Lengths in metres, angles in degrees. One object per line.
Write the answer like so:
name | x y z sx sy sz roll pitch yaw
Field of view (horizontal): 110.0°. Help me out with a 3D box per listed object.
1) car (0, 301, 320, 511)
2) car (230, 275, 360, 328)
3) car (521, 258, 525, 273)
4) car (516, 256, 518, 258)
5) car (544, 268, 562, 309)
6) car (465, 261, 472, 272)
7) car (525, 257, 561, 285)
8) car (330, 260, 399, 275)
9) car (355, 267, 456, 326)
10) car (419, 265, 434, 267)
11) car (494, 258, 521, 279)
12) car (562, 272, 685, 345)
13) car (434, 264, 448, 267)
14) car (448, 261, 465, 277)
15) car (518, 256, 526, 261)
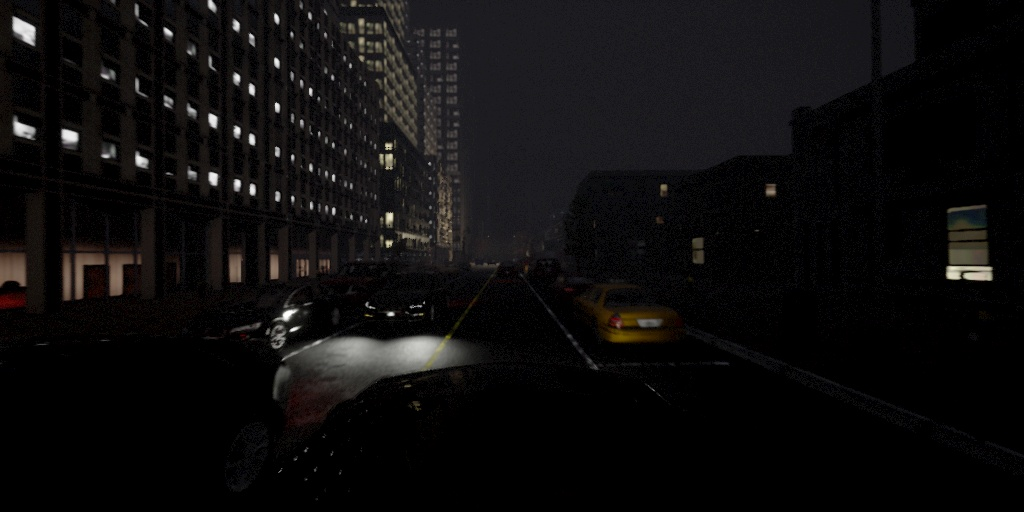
car | -3.073 1.283 1.592 1.837 1.490 4.892 -1 0 -1
car | -5.767 1.349 8.895 2.007 1.370 4.403 0 0 -1
car | 2.177 1.253 36.875 1.751 1.417 4.829 0 0 -1
car | 2.007 1.047 47.778 2.192 1.841 5.009 0 0 -1
car | 2.526 1.306 14.560 1.802 1.307 4.207 0 0 -1
car | -6.372 1.372 47.649 1.948 1.339 4.313 0 0 -1
car | 2.353 1.039 25.632 2.192 1.841 5.009 0 0 -1
car | -5.854 1.113 14.431 2.192 1.841 5.009 0 0 -1
car | -3.230 1.281 11.858 1.837 1.490 4.892 -1 0 -1
car | -5.940 1.349 19.968 2.007 1.370 4.403 0 0 -1
car | -0.393 1.227 32.575 1.882 1.535 5.008 0 0 0
car | 2.609 1.250 9.193 1.751 1.417 4.829 0 0 -1
car | -6.027 1.344 25.504 1.888 1.381 4.507 0 0 -1
car | -6.197 1.327 36.407 1.751 1.417 4.829 0 0 -1
car | 2.093 1.044 42.242 2.192 1.841 5.009 0 0 -1
